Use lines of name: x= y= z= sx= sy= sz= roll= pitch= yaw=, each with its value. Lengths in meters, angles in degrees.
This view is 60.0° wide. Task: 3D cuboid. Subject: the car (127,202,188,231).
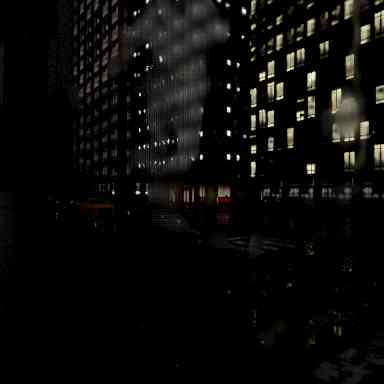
car: x=-2.148 y=1.344 z=19.821 sx=2.128 sy=1.511 sz=4.902 roll=0 pitch=0 yaw=-37

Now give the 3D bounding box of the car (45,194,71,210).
car: x=-14.554 y=1.032 z=36.535 sx=2.097 sy=1.767 sz=4.553 roll=0 pitch=0 yaw=-36

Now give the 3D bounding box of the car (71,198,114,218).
car: x=-8.214 y=1.248 z=27.986 sx=1.882 sy=1.535 sz=5.008 roll=0 pitch=0 yaw=-36
